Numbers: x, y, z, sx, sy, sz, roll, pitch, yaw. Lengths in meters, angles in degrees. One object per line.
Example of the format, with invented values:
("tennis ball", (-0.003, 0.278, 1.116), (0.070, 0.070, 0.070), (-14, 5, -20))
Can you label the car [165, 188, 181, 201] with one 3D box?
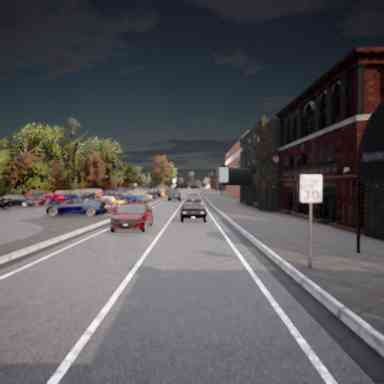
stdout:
("car", (-3.155, 0.609, 60.279), (2.150, 2.045, 5.566), (0, 1, 1))

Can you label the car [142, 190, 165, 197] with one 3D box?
("car", (-9.247, 0.377, 80.980), (5.366, 1.575, 1.946), (0, 1, 0))

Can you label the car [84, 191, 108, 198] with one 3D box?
("car", (-21.671, 0.520, 75.217), (5.008, 1.535, 2.097), (0, 1, 0))

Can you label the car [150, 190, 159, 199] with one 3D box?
("car", (-9.180, 0.860, 61.205), (5.008, 1.535, 2.097), (0, 1, 0))

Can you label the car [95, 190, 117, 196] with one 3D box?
("car", (-21.617, 0.314, 83.685), (5.008, 1.535, 2.097), (0, 1, 0))

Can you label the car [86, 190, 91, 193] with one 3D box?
("car", (-21.788, 0.889, 61.231), (4.792, 1.488, 2.163), (0, 1, 0))

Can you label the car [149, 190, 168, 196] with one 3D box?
("car", (-8.979, 0.204, 89.454), (4.792, 1.488, 2.163), (0, 1, 0))

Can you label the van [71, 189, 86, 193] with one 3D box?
("van", (-21.657, 0.703, 58.398), (4.442, 1.987, 1.878), (0, 1, 0))

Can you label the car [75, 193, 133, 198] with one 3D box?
("car", (-9.530, 1.149, 35.756), (5.366, 1.575, 1.946), (0, 0, 0))

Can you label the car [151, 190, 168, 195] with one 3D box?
("car", (-8.993, 0.145, 92.279), (4.674, 1.452, 2.002), (0, 1, 0))

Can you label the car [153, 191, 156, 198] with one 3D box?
("car", (-9.200, 0.969, 58.381), (4.674, 1.452, 2.002), (0, 1, 0))

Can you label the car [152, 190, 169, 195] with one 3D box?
("car", (-8.970, 0.077, 95.104), (4.674, 1.452, 2.002), (0, 1, 0))

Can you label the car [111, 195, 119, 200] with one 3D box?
("car", (-9.382, 1.230, 30.104), (4.674, 1.452, 2.002), (0, 0, 0))

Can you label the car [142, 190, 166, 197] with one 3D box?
("car", (-8.893, 0.445, 78.153), (5.366, 1.575, 1.946), (0, 1, 0))

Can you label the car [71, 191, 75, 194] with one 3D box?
("car", (-21.809, 1.036, 52.624), (5.008, 1.535, 2.097), (0, 0, 0))

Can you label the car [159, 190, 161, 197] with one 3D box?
("car", (-9.152, 0.763, 66.856), (4.674, 1.452, 2.002), (0, 1, 0))

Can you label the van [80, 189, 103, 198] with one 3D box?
("van", (-21.799, 0.359, 72.516), (4.442, 1.987, 1.878), (0, 1, 0))

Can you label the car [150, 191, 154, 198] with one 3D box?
("car", (-9.223, 1.032, 55.547), (4.674, 1.452, 2.002), (0, 1, 0))

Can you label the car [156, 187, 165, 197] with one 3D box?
("car", (-9.160, 0.403, 69.673), (5.566, 2.045, 2.435), (0, 1, 0))

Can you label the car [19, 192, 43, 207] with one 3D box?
("car", (-21.893, 1.115, 41.444), (4.892, 1.521, 2.231), (0, 0, 0))

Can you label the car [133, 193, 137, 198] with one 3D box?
("car", (-9.321, 1.133, 38.581), (5.008, 1.535, 2.097), (0, 0, 0))

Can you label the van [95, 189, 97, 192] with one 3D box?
("van", (-21.837, 0.497, 66.868), (4.442, 1.987, 1.878), (0, 1, 0))

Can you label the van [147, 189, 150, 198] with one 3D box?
("van", (-9.355, 0.811, 52.587), (4.442, 1.987, 1.878), (0, 1, 0))

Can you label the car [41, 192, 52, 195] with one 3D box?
("car", (-21.839, 1.125, 44.142), (4.792, 1.488, 2.163), (0, 0, 0))

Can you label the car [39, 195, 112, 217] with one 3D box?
("car", (-9.426, 1.238, 27.277), (4.792, 1.488, 2.163), (0, 0, 0))

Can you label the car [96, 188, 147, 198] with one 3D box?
("car", (-9.263, 0.845, 44.230), (5.566, 2.045, 2.435), (0, 0, 0))

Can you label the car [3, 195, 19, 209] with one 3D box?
("car", (-21.919, 1.152, 35.672), (5.008, 1.535, 2.097), (0, 0, 0))

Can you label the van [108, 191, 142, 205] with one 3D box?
("van", (-9.390, 0.851, 47.056), (4.442, 1.987, 1.878), (0, 0, 0))

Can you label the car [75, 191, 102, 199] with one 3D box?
("car", (-21.708, 0.655, 69.696), (4.892, 1.521, 2.231), (0, 1, 0))

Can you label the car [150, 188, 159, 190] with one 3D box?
("car", (-9.199, 0.666, 64.027), (4.553, 1.767, 2.185), (0, 1, 0))

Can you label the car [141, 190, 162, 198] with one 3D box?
("car", (-9.128, 0.391, 75.326), (4.553, 1.767, 2.185), (0, 1, 0))

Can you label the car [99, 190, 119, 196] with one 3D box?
("car", (-21.624, 0.272, 86.633), (4.792, 1.488, 2.163), (0, 1, 0))

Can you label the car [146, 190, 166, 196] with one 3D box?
("car", (-9.041, 0.351, 83.804), (4.674, 1.452, 2.002), (0, 1, 0))

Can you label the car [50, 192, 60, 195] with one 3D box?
("car", (-21.821, 1.106, 46.966), (4.792, 1.488, 2.163), (0, 0, 0))

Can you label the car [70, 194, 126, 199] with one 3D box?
("car", (-9.364, 1.211, 32.929), (4.674, 1.452, 2.002), (0, 0, 0))

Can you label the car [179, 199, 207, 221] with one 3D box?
("car", (0.104, 1.435, 25.184), (1.895, 1.301, 4.718), (0, 1, 0))

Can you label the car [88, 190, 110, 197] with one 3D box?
("car", (-21.679, 0.326, 78.037), (4.553, 1.767, 2.185), (0, 1, 0))

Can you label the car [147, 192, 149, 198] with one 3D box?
("car", (-9.258, 1.098, 49.883), (4.674, 1.452, 2.002), (0, 0, 0))

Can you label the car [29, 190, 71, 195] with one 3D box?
("car", (-21.804, 0.807, 49.788), (5.566, 2.045, 2.435), (0, 0, 0))

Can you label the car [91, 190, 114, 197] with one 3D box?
("car", (-21.625, 0.383, 80.862), (5.008, 1.535, 2.097), (0, 1, 0))

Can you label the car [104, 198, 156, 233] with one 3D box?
("car", (-3.347, 1.362, 19.217), (1.882, 1.535, 5.008), (0, 0, 0))

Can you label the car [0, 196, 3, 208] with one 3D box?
("car", (-21.910, 1.044, 32.972), (4.553, 1.767, 2.185), (0, 0, 0))

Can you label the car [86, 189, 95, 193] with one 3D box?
("car", (-21.708, 0.669, 63.923), (4.553, 1.767, 2.185), (0, 1, 0))

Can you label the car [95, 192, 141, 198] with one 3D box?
("car", (-9.314, 1.115, 41.406), (5.008, 1.535, 2.097), (0, 0, 0))

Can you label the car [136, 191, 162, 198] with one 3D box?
("car", (-9.300, 0.582, 72.505), (5.366, 1.575, 1.946), (0, 1, 0))

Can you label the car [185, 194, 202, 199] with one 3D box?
("car", (0.135, 1.012, 42.237), (2.097, 1.767, 4.553), (0, 1, 0))
